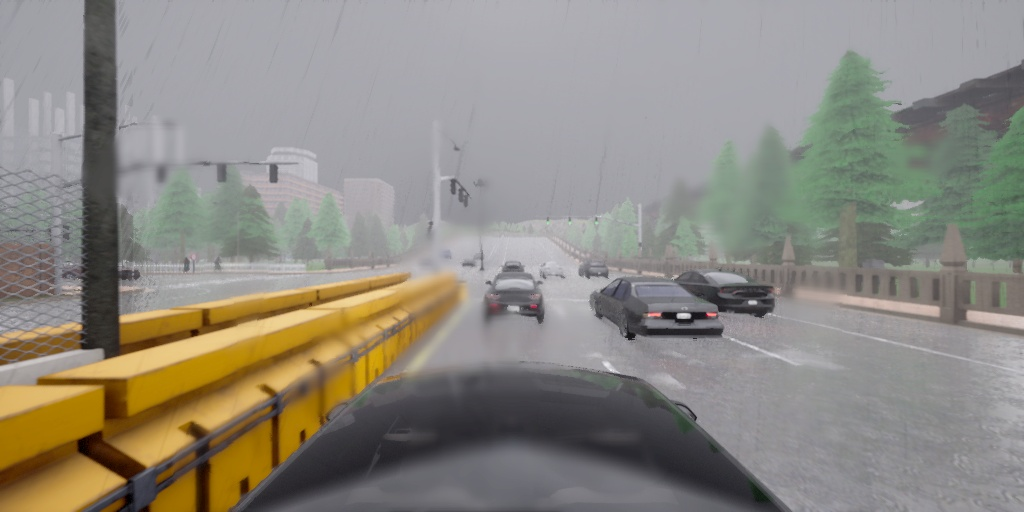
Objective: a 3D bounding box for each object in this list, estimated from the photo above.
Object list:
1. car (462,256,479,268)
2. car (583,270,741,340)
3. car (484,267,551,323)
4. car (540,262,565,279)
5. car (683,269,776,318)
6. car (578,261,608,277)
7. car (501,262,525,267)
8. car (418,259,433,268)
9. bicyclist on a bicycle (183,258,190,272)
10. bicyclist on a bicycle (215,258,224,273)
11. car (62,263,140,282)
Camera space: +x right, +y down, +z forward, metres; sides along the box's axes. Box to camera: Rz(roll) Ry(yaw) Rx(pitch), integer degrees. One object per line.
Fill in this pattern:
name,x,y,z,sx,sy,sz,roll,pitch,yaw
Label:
car,-7.045,1.212,59.097,1.895,1.301,4.718,0,1,0
car,3.578,1.288,9.951,2.033,1.411,5.357,0,0,0
car,0.081,1.263,12.020,1.812,1.442,4.674,0,0,0
car,3.586,1.239,32.527,1.812,1.442,4.674,0,0,0
car,7.085,1.214,13.017,1.882,1.535,5.008,0,0,0
car,7.095,1.206,31.504,2.128,1.511,4.902,0,0,0
car,0.095,1.220,31.535,1.837,1.490,4.892,0,0,0
car,-14.036,1.141,59.689,2.033,1.411,5.357,0,2,1
bicyclist on a bicycle,-36.200,1.006,39.886,0.582,1.620,1.656,0,0,-35
bicyclist on a bicycle,-31.883,1.008,39.031,0.582,1.620,1.656,-1,0,-14
car,-32.451,1.196,28.354,5.008,1.535,1.882,0,0,2
